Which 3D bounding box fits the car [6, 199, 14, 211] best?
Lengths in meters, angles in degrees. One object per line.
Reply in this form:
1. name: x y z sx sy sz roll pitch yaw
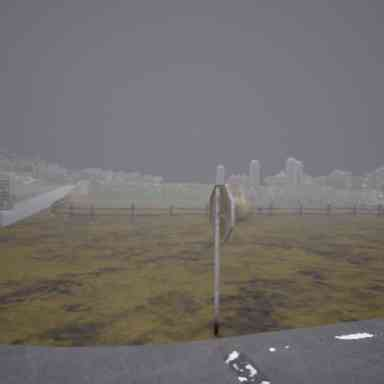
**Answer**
1. car: -24.026 1.546 42.302 1.837 1.490 4.892 0 0 -18
